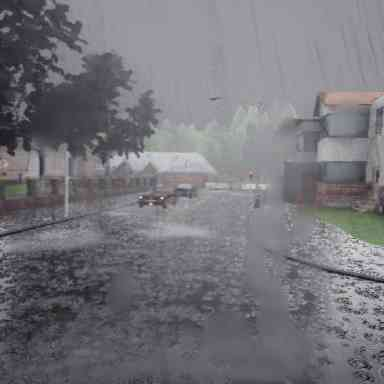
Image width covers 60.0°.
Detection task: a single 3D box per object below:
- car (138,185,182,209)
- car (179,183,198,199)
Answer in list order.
[{"bbox_3d":[-2.287,0.366,23.768,1.895,1.301,4.718,2,3,10],"label":"car"},{"bbox_3d":[-0.593,-0.200,33.923,1.882,1.535,5.008,2,3,10],"label":"car"}]
